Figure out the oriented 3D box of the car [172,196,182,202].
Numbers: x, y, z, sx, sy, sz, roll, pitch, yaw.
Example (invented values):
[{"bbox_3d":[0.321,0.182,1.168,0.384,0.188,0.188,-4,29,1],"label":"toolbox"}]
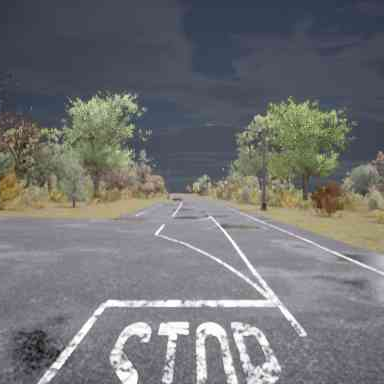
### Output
[{"bbox_3d":[-3.456,1.623,77.795,1.895,1.301,4.718,0,0,5],"label":"car"}]
